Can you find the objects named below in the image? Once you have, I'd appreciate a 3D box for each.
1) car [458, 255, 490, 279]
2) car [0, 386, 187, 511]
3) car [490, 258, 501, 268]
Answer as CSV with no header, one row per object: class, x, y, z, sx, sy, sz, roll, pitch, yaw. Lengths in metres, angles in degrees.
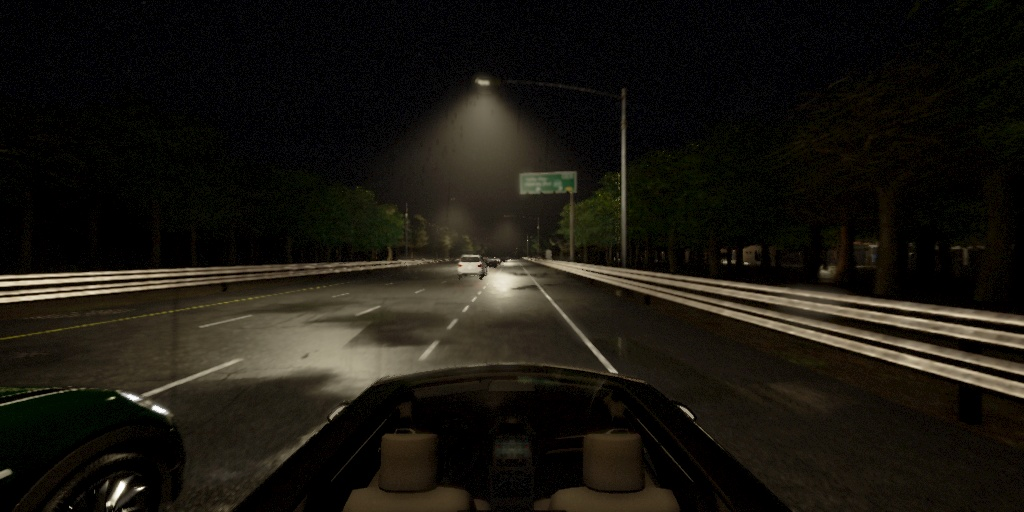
car,-3.456,0.958,32.092,2.150,2.045,5.566,0,0,0
car,-3.501,1.101,0.785,2.097,1.767,4.553,0,0,0
car,-3.378,1.207,60.120,2.128,1.511,4.902,0,0,0
